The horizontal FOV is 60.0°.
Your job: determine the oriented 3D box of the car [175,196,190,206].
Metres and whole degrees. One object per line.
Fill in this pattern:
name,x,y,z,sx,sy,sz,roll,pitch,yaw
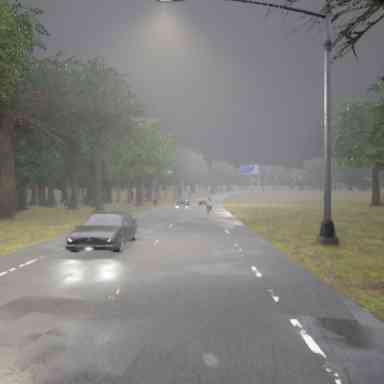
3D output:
car,-1.550,1.429,56.694,2.097,1.767,4.553,0,0,4

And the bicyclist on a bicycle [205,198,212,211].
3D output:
bicyclist on a bicycle,1.964,1.474,39.608,0.866,1.612,1.509,0,-1,3

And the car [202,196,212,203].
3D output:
car,3.493,1.666,75.340,1.994,1.385,4.181,0,0,5

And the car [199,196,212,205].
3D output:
car,2.191,1.690,58.736,1.895,1.301,4.718,0,0,4

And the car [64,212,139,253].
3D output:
car,-3.456,1.544,13.897,2.033,1.411,5.357,0,0,1

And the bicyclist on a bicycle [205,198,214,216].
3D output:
bicyclist on a bicycle,1.600,1.454,30.989,0.866,1.612,1.509,0,0,2
